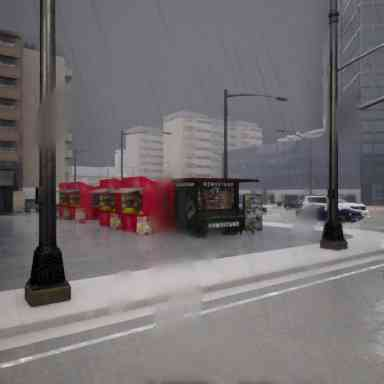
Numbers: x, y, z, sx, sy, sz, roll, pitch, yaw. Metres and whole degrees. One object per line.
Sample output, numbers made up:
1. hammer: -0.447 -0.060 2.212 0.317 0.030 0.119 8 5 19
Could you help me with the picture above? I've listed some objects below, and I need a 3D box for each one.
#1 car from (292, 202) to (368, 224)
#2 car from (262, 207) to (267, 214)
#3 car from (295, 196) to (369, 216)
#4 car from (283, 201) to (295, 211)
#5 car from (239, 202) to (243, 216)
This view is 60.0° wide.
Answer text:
1. car: 10.469 1.692 25.560 1.895 1.301 4.718 0 -1 -36
2. car: 5.990 1.786 37.661 2.033 1.411 5.357 0 -1 -36
3. car: 12.274 1.334 29.008 2.150 2.045 5.566 0 -1 -36
4. car: 14.452 1.733 44.216 2.128 1.511 4.902 0 -1 -36
5. car: 4.239 1.761 34.111 2.033 1.411 5.357 0 -1 -36
